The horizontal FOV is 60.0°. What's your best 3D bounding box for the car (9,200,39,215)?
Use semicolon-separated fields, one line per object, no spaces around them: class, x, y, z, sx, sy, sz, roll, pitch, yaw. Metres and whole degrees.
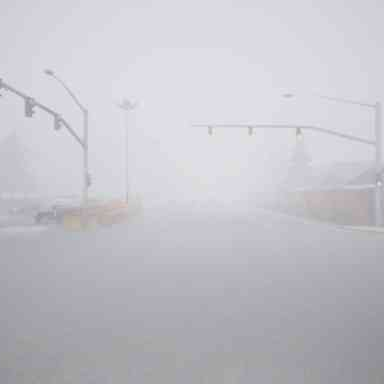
car;-17.601;1.571;35.537;2.128;1.511;4.902;0;0;0

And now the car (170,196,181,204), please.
car;-3.506;1.637;71.435;1.882;1.535;5.008;0;0;1

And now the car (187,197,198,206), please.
car;0.092;1.678;58.565;2.033;1.411;5.357;0;0;0

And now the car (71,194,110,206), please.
car;-10.603;1.430;35.109;2.097;1.767;4.553;0;0;0

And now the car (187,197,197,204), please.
car;-0.008;1.749;69.035;1.895;1.301;4.718;0;0;0

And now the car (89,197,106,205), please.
car;-17.509;1.645;61.797;1.837;1.490;4.892;0;0;0

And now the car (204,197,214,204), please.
car;3.492;1.707;68.879;1.994;1.385;4.181;0;0;0

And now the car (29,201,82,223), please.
car;-10.603;1.660;26.239;1.895;1.301;4.718;0;0;0

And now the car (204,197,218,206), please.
car;3.594;1.677;58.545;2.033;1.411;5.357;0;0;0

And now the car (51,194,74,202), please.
car;-17.587;1.326;46.293;2.150;2.045;5.566;0;0;0

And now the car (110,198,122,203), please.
car;-10.595;1.578;45.116;1.882;1.535;5.008;0;0;0

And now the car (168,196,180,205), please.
car;-3.416;1.737;61.166;1.895;1.301;4.718;0;0;0
